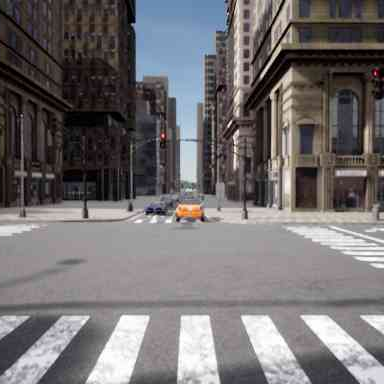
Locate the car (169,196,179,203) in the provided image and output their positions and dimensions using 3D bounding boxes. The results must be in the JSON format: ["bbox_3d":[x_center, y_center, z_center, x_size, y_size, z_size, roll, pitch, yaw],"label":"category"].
[{"bbox_3d":[-3.536,1.466,66.791,1.812,1.442,4.674,0,0,0],"label":"car"}]

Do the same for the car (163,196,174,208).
[{"bbox_3d":[-3.482,1.460,46.509,1.837,1.490,4.892,0,0,0],"label":"car"}]

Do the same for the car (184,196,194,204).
[{"bbox_3d":[-0.503,1.445,62.435,1.837,1.490,4.892,0,0,0],"label":"car"}]

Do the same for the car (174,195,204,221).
[{"bbox_3d":[-0.140,1.320,27.045,2.097,1.767,4.553,0,0,0],"label":"car"}]

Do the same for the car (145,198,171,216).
[{"bbox_3d":[-3.371,1.568,31.947,1.895,1.301,4.718,0,0,-1],"label":"car"}]
